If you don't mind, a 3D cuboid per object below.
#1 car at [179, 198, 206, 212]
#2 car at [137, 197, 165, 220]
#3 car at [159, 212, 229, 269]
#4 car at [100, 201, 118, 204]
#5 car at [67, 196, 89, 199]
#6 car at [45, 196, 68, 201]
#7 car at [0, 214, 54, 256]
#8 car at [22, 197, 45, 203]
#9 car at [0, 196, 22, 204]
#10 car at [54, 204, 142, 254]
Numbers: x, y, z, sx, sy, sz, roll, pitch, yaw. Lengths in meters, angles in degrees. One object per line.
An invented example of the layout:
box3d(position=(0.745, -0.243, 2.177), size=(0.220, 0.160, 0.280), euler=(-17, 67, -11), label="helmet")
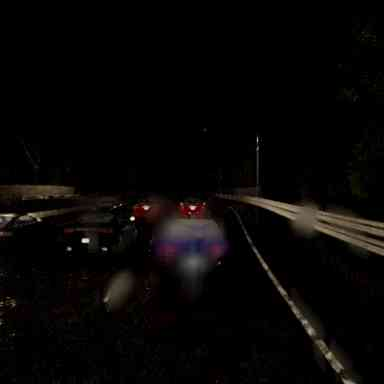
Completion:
box3d(position=(0.070, 1.263, 27.161), size=(2.097, 1.767, 4.553), euler=(0, 0, 0), label="car")
box3d(position=(-3.430, 1.263, 27.132), size=(2.097, 1.767, 4.553), euler=(0, 0, 0), label="car")
box3d(position=(0.063, 1.563, 11.010), size=(1.895, 1.301, 4.718), euler=(0, 0, 0), label="car")
box3d(position=(-6.926, 1.474, 27.996), size=(1.994, 1.385, 4.181), euler=(0, 0, 0), label="car")
box3d(position=(-17.552, 1.397, 53.248), size=(2.033, 1.411, 5.357), euler=(0, 0, 1), label="car")
box3d(position=(-21.051, 1.340, 53.424), size=(2.128, 1.511, 4.902), euler=(0, 0, 1), label="car")
box3d(position=(-6.926, 1.520, 12.870), size=(1.994, 1.385, 4.181), euler=(0, 0, 0), label="car")
box3d(position=(-24.546, 1.451, 52.953), size=(1.895, 1.301, 4.718), euler=(0, 0, 1), label="car")
box3d(position=(-28.043, 1.400, 51.840), size=(2.033, 1.411, 5.357), euler=(0, 0, 1), label="car")
box3d(position=(-3.425, 1.433, 13.233), size=(1.882, 1.535, 5.008), euler=(0, 0, 0), label="car")
